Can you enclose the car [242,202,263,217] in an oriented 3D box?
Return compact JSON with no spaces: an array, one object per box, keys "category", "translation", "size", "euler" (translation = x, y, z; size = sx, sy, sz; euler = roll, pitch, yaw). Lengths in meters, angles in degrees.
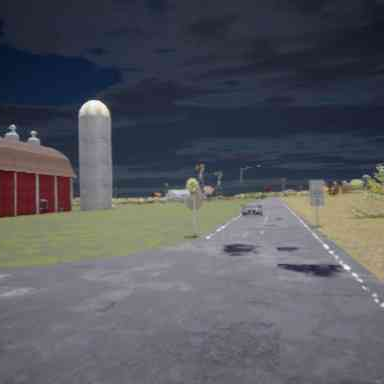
[{"category":"car","translation":[6.184,1.755,33.859],"size":[1.994,1.385,4.181],"euler":[-2,-1,14]}]
